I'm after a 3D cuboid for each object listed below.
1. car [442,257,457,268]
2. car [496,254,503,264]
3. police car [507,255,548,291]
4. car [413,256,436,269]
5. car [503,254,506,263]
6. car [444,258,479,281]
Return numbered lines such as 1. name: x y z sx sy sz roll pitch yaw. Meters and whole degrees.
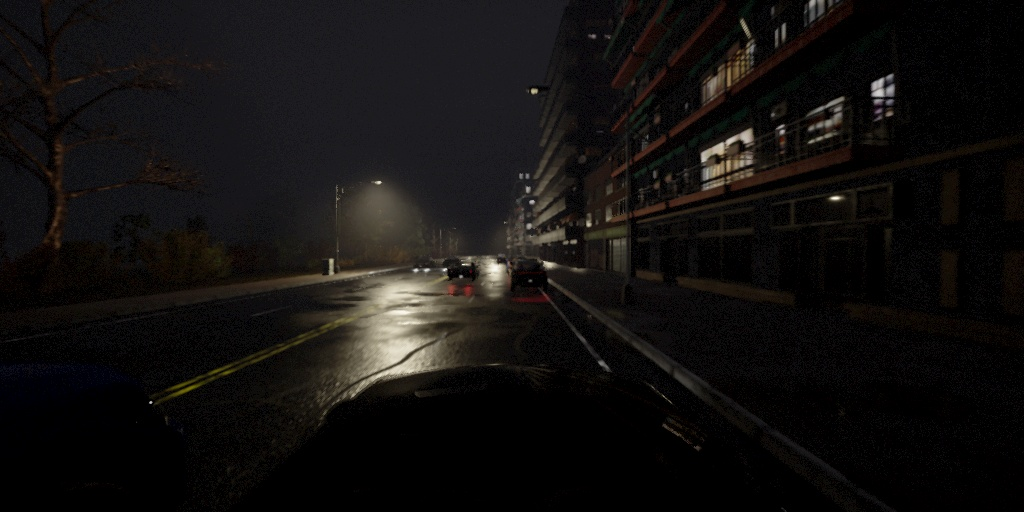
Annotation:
1. car: -7.393 0.766 44.402 1.994 1.385 4.181 0 1 -2
2. car: -1.302 0.654 55.718 1.895 1.301 4.718 0 1 -3
3. police car: 0.835 0.935 19.743 1.930 1.638 5.238 0 1 -1
4. car: -10.616 0.761 43.862 2.033 1.411 5.357 0 1 -2
5. car: 0.462 0.654 35.682 2.097 1.767 4.553 0 1 -2
6. car: -3.413 1.035 25.922 1.895 1.301 4.718 0 1 -1
